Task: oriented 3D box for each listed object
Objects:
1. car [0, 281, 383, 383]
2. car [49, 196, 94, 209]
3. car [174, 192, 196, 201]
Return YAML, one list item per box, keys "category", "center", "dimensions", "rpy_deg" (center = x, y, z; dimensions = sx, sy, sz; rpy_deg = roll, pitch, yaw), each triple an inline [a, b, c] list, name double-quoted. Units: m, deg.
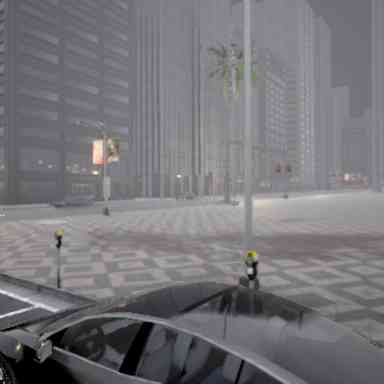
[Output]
- category: "car"
  center: [-0.219, 1.569, 3.124]
  dimensions: [4.313, 1.339, 1.947]
  rpy_deg: [0, 0, 35]
- category: "car"
  center: [-14.600, 1.226, 40.650]
  dimensions: [2.033, 1.411, 5.357]
  rpy_deg: [0, 1, 36]
- category: "car"
  center: [-1.134, 0.829, 59.287]
  dimensions: [1.837, 1.490, 4.892]
  rpy_deg: [0, 0, 36]
